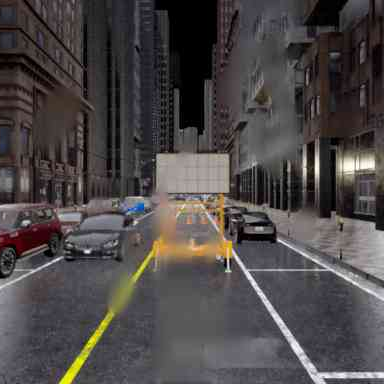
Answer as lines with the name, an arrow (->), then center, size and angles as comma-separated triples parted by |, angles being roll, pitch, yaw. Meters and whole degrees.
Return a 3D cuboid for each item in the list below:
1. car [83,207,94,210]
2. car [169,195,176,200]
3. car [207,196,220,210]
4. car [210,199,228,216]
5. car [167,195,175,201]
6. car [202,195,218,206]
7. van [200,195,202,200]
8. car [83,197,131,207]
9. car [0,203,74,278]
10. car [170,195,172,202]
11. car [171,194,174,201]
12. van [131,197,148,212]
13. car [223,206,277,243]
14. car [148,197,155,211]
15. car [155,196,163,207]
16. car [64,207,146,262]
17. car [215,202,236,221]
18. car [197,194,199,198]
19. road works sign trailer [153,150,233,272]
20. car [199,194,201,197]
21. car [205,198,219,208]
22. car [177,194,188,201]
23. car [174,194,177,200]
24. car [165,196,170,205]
car -> -5.722, 1.584, 15.876 | 1.802, 1.307, 4.206 | 0, 0, 0
car -> -5.527, 1.606, 94.300 | 1.887, 1.381, 4.507 | 0, 0, 0
car -> 2.845, 1.449, 32.675 | 1.967, 1.590, 4.097 | 0, 0, 0
car -> 2.831, 1.557, 27.072 | 2.008, 1.369, 4.403 | 0, 0, 0
car -> -5.542, 1.581, 88.528 | 1.752, 1.417, 4.829 | 0, 0, 0
car -> 2.873, 1.331, 43.878 | 2.192, 1.841, 5.009 | 0, 0, 0
van -> 2.915, 1.370, 60.685 | 1.690, 1.788, 3.998 | 0, 0, 0
car -> -5.707, 1.319, 21.479 | 2.192, 1.841, 5.009 | 0, 0, 0
car -> -5.735, 1.316, 10.275 | 2.192, 1.841, 5.009 | 0, 0, 0
car -> -5.597, 1.616, 66.291 | 1.802, 1.307, 4.206 | 0, 0, 0
car -> -5.583, 1.605, 71.894 | 1.947, 1.339, 4.313 | 0, 0, 0
van -> -5.680, 1.350, 32.681 | 1.690, 1.788, 3.998 | 0, 0, 0
car -> 2.803, 1.568, 15.868 | 1.947, 1.339, 4.313 | 0, 0, 0
car -> -5.667, 1.538, 38.113 | 1.752, 1.417, 4.829 | 0, 0, 0
car -> -5.639, 1.461, 49.487 | 1.967, 1.590, 4.097 | 0, 0, 0
car -> -3.072, 1.506, 12.205 | 1.837, 1.490, 4.892 | 0, 0, 0
car -> 2.817, 1.570, 21.470 | 1.947, 1.339, 4.313 | 0, 0, 0
car -> 2.998, 1.606, 94.297 | 1.887, 1.381, 4.507 | 0, 0, 0
road works sign trailer -> 0.025, 0.465, 10.726 | 2.380, 3.560, 2.880 | 0, 0, 0
car -> 2.942, 1.621, 71.889 | 1.802, 1.307, 4.206 | 0, 0, 0
car -> 2.886, 1.602, 49.481 | 1.802, 1.307, 4.206 | 0, 0, 0
car -> -2.789, 1.530, 85.502 | 1.882, 1.535, 5.008 | 0, 0, 0
car -> -5.555, 1.601, 83.097 | 2.008, 1.369, 4.403 | 0, 0, 0
car -> -5.611, 1.470, 60.691 | 1.967, 1.590, 4.097 | 0, 0, 0
